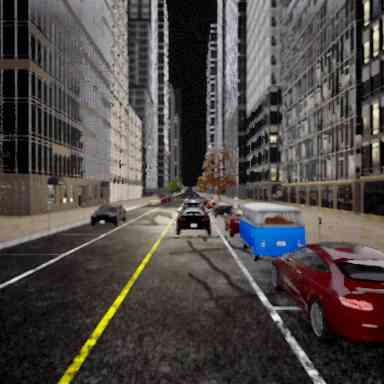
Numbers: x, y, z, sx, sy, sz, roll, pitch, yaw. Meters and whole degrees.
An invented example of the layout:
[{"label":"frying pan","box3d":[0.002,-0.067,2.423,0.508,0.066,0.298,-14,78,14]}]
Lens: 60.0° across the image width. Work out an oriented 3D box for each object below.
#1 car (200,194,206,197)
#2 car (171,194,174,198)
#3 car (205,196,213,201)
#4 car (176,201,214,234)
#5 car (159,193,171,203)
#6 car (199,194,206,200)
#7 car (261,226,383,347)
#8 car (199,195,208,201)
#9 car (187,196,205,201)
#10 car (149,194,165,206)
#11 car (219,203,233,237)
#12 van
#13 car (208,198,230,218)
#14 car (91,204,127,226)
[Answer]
[{"label":"car","box3d":[2.663,1.455,51.713,1.947,1.339,4.313,0,0,0]},{"label":"car","box3d":[-5.730,1.142,74.490,2.192,1.841,5.009,0,0,0]},{"label":"car","box3d":[2.668,1.498,40.331,1.802,1.307,4.206,0,0,0]},{"label":"car","box3d":[0.079,1.489,18.863,1.812,1.442,4.674,0,0,0]},{"label":"car","box3d":[-5.725,1.174,63.105,2.192,1.841,5.009,0,0,0]},{"label":"car","box3d":[2.647,1.317,86.038,1.752,1.417,4.829,0,0,0]},{"label":"car","box3d":[2.684,1.570,6.175,1.802,1.307,4.206,0,0,0]},{"label":"car","box3d":[2.650,1.360,80.175,2.008,1.369,4.403,0,0,0]},{"label":"car","box3d":[0.083,1.469,37.999,2.033,1.411,5.357,0,0,0]},{"label":"car","box3d":[-5.718,1.415,51.552,1.752,1.417,4.829,0,0,0]},{"label":"car","box3d":[2.679,1.510,17.560,1.887,1.381,4.507,0,0,0]},{"label":"van","box3d":[2.680,1.318,11.867,1.690,1.788,3.998,0,0,0]},{"label":"car","box3d":[2.674,1.492,28.945,2.008,1.369,4.403,0,0,0]},{"label":"car","box3d":[-5.705,1.520,23.261,1.947,1.339,4.313,0,0,0]}]
